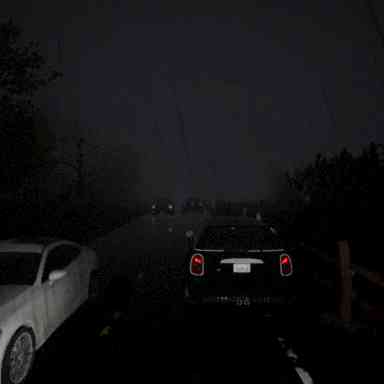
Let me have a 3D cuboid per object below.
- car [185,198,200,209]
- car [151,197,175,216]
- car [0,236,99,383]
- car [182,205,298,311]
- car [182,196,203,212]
[{"bbox_3d":[0.046,1.565,45.351,1.895,1.301,4.718,0,0,0],"label":"car"},{"bbox_3d":[-2.759,1.334,32.475,2.097,1.767,4.553,0,0,0],"label":"car"},{"bbox_3d":[-2.853,1.525,5.376,1.812,1.442,4.674,0,0,0],"label":"car"},{"bbox_3d":[0.898,1.350,7.940,2.097,1.767,4.553,0,0,1],"label":"car"},{"bbox_3d":[0.063,1.331,35.387,2.097,1.767,4.553,0,0,0],"label":"car"}]
